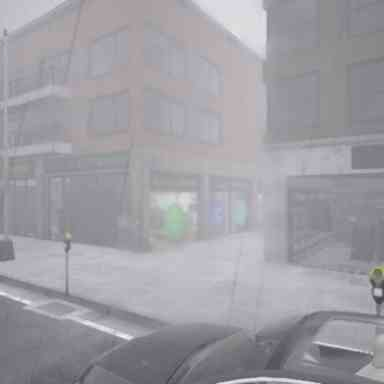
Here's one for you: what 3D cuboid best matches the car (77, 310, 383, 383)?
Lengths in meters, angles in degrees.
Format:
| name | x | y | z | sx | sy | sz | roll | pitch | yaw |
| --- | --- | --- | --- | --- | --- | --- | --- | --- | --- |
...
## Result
| name | x | y | z | sx | sy | sz | roll | pitch | yaw |
| --- | --- | --- | --- | --- | --- | --- | --- | --- | --- |
| car | 0.984 | 1.553 | 2.147 | 4.403 | 1.369 | 2.008 | 0 | 0 | 35 |
